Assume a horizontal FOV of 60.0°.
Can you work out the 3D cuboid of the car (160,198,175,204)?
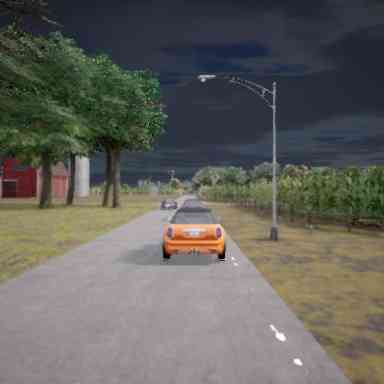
[{"bbox_3d":[-2.839,1.478,41.468,2.128,1.511,4.902,0,0,0],"label":"car"}]

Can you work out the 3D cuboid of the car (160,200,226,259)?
[{"bbox_3d":[0.081,1.351,12.658,2.097,1.767,4.553,0,0,0],"label":"car"}]
